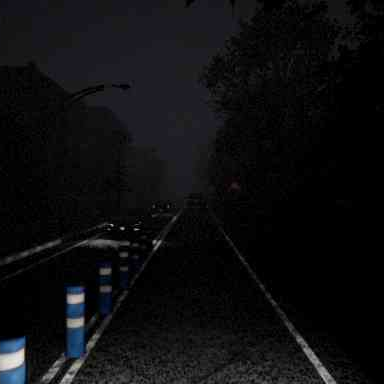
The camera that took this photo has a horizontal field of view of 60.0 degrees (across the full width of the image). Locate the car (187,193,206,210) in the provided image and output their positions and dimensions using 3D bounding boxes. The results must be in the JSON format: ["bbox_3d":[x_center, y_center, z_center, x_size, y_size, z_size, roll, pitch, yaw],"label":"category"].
[{"bbox_3d":[0.556,1.100,41.346,2.150,2.045,5.566,0,0,1],"label":"car"}]

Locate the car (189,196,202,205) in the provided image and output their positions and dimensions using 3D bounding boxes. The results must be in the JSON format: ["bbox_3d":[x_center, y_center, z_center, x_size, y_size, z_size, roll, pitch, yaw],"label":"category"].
[{"bbox_3d":[0.656,1.353,55.193,2.033,1.411,5.357,0,0,1],"label":"car"}]

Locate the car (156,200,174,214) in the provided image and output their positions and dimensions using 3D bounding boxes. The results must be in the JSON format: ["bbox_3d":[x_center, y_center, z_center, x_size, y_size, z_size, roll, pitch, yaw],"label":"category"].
[{"bbox_3d":[-2.993,1.507,34.603,1.895,1.301,4.718,0,0,1],"label":"car"}]

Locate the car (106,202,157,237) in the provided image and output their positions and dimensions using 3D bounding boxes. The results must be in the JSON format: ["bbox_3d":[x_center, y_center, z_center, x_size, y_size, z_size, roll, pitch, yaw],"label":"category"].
[{"bbox_3d":[-3.233,1.472,18.010,1.837,1.490,4.892,0,0,1],"label":"car"}]
